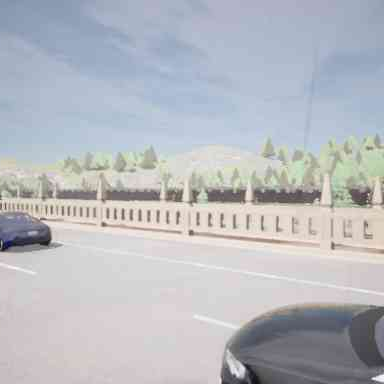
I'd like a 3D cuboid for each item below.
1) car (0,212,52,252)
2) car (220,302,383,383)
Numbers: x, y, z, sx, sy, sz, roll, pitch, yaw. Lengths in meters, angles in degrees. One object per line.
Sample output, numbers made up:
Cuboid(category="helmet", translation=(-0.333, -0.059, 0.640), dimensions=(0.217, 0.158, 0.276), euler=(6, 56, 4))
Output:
Cuboid(category="car", translation=(-7.663, 1.514, 13.757), dimensions=(4.181, 1.385, 1.994), euler=(0, 0, 35))
Cuboid(category="car", translation=(2.490, 1.494, 2.216), dimensions=(4.902, 1.511, 2.128), euler=(0, 0, 36))
